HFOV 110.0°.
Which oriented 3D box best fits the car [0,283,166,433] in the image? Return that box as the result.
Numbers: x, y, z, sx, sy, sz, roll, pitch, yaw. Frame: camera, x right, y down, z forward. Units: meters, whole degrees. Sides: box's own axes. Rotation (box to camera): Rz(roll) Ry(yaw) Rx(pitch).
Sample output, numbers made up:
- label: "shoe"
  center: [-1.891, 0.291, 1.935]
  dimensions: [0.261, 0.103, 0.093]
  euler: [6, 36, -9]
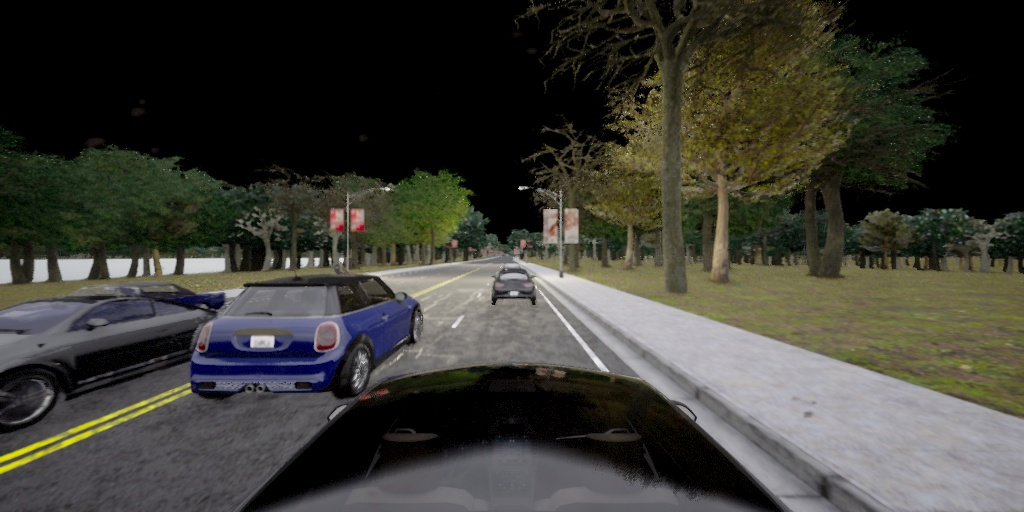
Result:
- label: "car"
  center: [-6.600, 1.315, 5.366]
  dimensions: [1.994, 1.385, 4.181]
  euler: [0, 0, 0]

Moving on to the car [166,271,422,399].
- label: "car"
  center: [-3.158, 1.103, 6.660]
  dimensions: [2.097, 1.767, 4.553]
  euler: [0, 0, 0]

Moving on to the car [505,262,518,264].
- label: "car"
  center: [-0.018, 1.309, 34.345]
  dimensions: [2.033, 1.411, 5.357]
  euler: [0, 0, 0]

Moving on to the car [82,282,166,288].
- label: "car"
  center: [-9.853, 1.352, 8.917]
  dimensions: [1.895, 1.301, 4.718]
  euler: [0, 0, 0]

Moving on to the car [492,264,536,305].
- label: "car"
  center: [0.072, 1.278, 16.073]
  dimensions: [1.812, 1.442, 4.674]
  euler: [0, 0, 0]
